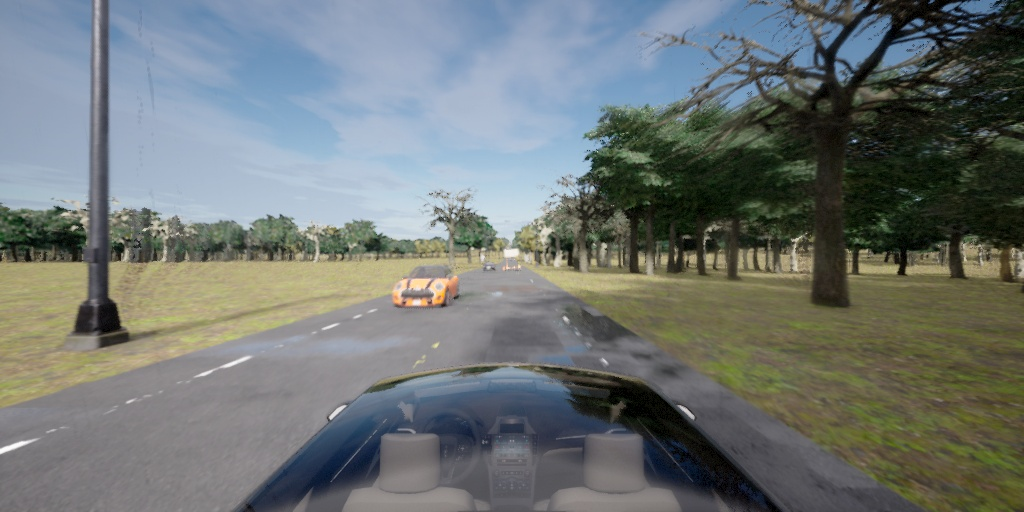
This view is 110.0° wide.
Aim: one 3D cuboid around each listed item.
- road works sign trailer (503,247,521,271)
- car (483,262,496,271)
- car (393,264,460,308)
[{"bbox_3d":[0.164,0.510,56.988,2.380,3.560,2.880,0,0,-5],"label":"road works sign trailer"},{"bbox_3d":[-3.533,1.648,56.893,2.128,1.511,4.902,0,-1,1],"label":"car"},{"bbox_3d":[-3.594,1.185,15.782,2.097,1.767,4.553,0,0,0],"label":"car"}]
